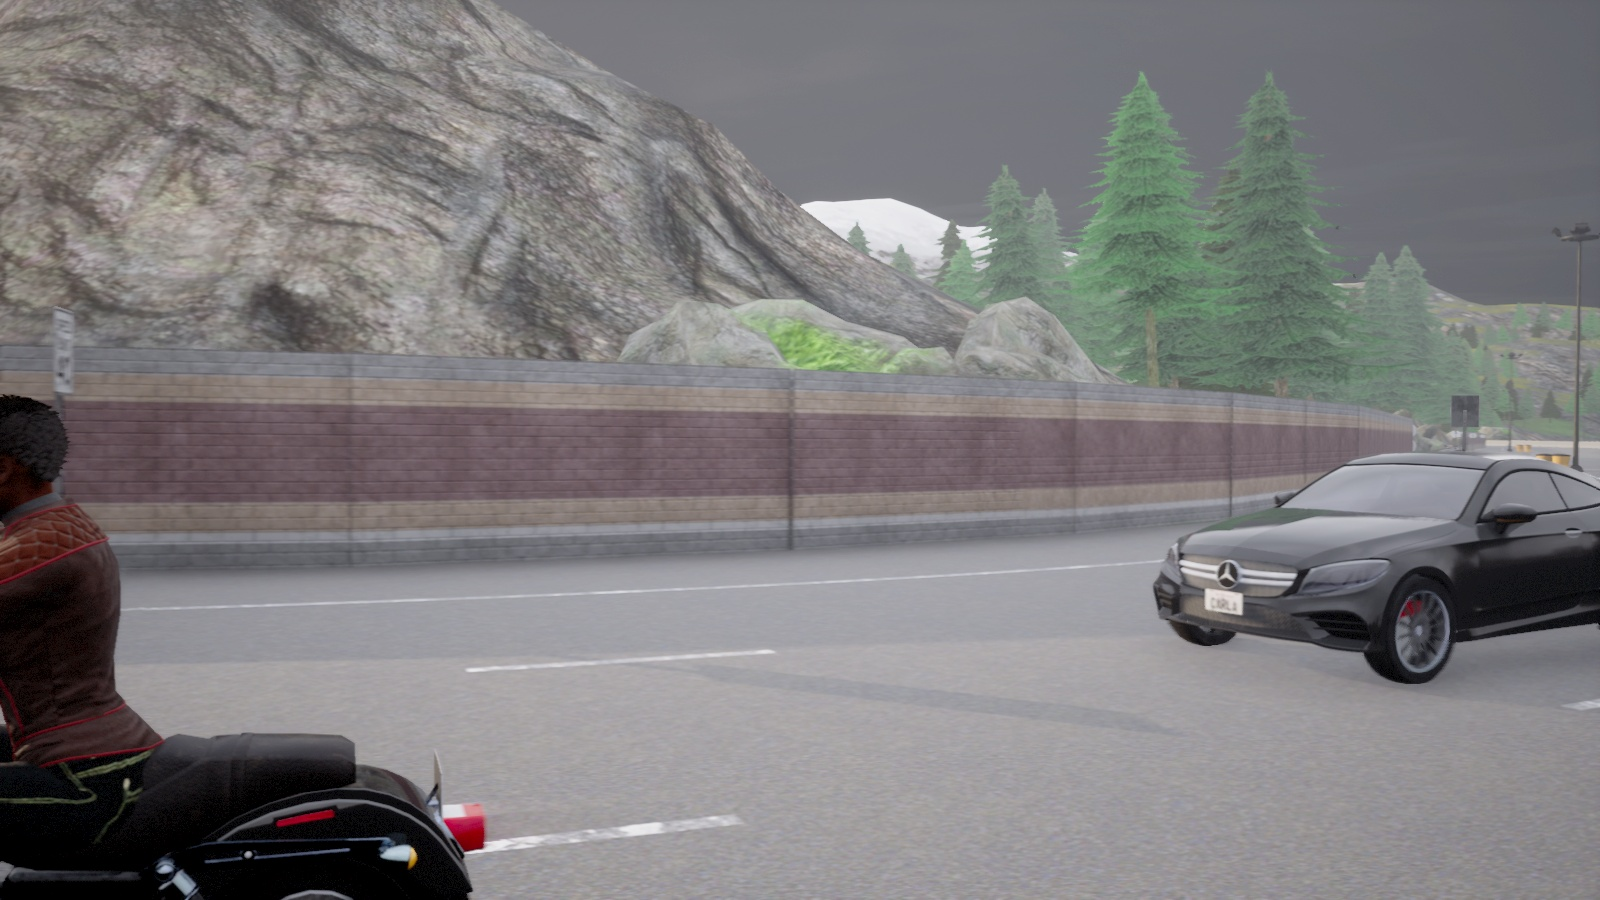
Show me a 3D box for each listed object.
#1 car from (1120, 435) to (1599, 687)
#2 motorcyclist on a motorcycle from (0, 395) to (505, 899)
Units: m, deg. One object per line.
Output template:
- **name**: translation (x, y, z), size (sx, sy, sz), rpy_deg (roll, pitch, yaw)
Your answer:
- **car**: translation (4.756, 0.636, 9.437), size (4.674, 1.442, 1.812), rpy_deg (-1, 1, -32)
- **motorcyclist on a motorcycle**: translation (-1.844, 0.733, 2.540), size (2.350, 1.649, 0.766), rpy_deg (-1, 0, -20)
